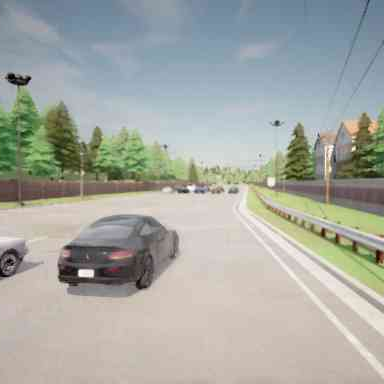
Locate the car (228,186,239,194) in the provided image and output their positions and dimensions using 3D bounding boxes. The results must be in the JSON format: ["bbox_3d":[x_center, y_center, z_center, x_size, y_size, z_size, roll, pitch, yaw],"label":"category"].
[{"bbox_3d":[8.563,-0.276,69.775,2.033,1.411,5.357,0,2,10],"label":"car"}]

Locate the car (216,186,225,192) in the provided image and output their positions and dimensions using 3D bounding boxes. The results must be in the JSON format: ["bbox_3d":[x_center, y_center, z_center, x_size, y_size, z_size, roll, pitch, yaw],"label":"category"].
[{"bbox_3d":[6.832,-0.732,80.621,1.812,1.442,4.674,0,2,10],"label":"car"}]

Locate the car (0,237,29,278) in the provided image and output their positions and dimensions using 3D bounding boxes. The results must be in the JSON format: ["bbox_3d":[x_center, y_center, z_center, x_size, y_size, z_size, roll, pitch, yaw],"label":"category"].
[{"bbox_3d":[-5.469,1.426,6.573,1.895,1.301,4.718,0,1,9],"label":"car"}]

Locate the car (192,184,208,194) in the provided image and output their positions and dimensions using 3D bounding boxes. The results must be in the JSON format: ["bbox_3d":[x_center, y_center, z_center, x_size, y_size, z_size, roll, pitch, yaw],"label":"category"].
[{"bbox_3d":[1.728,-0.333,71.341,1.812,1.442,4.674,0,2,10],"label":"car"}]

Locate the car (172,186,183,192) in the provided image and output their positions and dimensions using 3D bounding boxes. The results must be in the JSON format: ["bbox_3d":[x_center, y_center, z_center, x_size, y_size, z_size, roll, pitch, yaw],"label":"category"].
[{"bbox_3d":[-3.524,-0.825,82.353,1.882,1.535,5.008,0,2,10],"label":"car"}]

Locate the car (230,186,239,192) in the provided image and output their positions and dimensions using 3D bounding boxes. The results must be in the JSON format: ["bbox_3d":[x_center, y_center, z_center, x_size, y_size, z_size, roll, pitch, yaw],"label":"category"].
[{"bbox_3d":[10.284,-0.716,80.044,1.812,1.442,4.674,0,2,10],"label":"car"}]

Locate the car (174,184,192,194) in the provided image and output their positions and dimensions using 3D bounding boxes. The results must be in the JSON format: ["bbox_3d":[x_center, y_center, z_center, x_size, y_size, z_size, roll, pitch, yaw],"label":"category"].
[{"bbox_3d":[-1.793,-0.385,71.506,1.882,1.535,5.008,0,2,10],"label":"car"}]

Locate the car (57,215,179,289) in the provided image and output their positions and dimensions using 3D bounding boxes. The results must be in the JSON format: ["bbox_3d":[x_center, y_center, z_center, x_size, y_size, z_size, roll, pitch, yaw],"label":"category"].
[{"bbox_3d":[-1.608,1.301,8.515,1.812,1.442,4.674,0,1,9],"label":"car"}]

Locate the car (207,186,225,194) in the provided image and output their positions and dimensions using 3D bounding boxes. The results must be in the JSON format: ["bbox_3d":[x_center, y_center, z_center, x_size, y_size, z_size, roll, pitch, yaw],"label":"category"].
[{"bbox_3d":[5.111,-0.306,70.352,2.128,1.511,4.902,0,2,10],"label":"car"}]

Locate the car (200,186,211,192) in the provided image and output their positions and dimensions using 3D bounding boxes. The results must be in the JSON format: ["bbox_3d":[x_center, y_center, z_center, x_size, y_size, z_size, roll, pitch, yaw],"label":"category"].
[{"bbox_3d":[3.380,-0.732,81.200,2.033,1.411,5.357,0,2,10],"label":"car"}]

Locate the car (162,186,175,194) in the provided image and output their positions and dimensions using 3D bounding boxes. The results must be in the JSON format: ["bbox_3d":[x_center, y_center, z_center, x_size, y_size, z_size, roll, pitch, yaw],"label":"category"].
[{"bbox_3d":[-5.176,-0.364,72.496,1.812,1.442,4.674,0,2,10],"label":"car"}]
